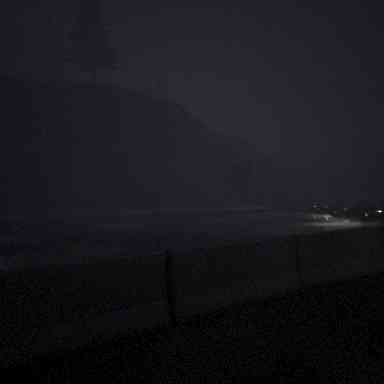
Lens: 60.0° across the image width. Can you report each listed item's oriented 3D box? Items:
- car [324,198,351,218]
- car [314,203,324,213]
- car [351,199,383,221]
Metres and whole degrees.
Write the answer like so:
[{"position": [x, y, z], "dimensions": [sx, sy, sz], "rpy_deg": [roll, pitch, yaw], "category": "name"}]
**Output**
[{"position": [13.574, 1.318, 27.630], "dimensions": [4.674, 1.442, 1.812], "rpy_deg": [0, 0, -25], "category": "car"}, {"position": [13.785, 1.296, 31.580], "dimensions": [4.674, 1.442, 1.812], "rpy_deg": [0, 0, -24], "category": "car"}, {"position": [14.301, 1.299, 24.097], "dimensions": [4.902, 1.511, 2.128], "rpy_deg": [0, 0, -25], "category": "car"}]
